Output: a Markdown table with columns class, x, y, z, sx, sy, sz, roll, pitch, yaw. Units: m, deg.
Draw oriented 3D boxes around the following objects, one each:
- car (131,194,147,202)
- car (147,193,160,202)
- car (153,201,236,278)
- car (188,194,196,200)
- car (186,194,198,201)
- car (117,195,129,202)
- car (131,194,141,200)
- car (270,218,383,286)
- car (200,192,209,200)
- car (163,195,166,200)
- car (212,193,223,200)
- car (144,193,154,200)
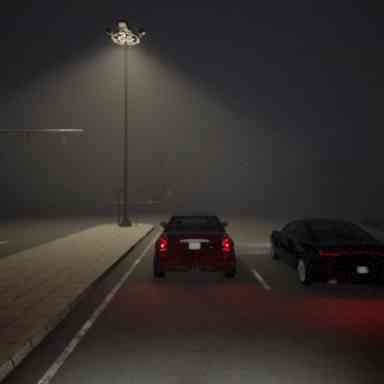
| class | x | y | z | sx | sy | sz | roll | pitch | yaw |
| --- | --- | --- | --- | --- | --- | --- | --- | --- | --- |
| car | -11.489 | 1.330 | 72.268 | 1.882 | 1.535 | 5.008 | 0 | 0 | 0 |
| car | -7.989 | 1.404 | 72.260 | 1.994 | 1.385 | 4.181 | 0 | 0 | 0 |
| car | 0.069 | 1.331 | 10.265 | 2.097 | 1.767 | 4.553 | 0 | 0 | 0 |
| car | 0.014 | 1.336 | 87.758 | 2.128 | 1.511 | 4.902 | 0 | 0 | 0 |
| car | 0.009 | 1.360 | 57.148 | 1.882 | 1.535 | 5.008 | 0 | 0 | 0 |
| car | -14.989 | 1.404 | 72.630 | 1.994 | 1.385 | 4.181 | 0 | 0 | 0 |
| car | -14.986 | 1.363 | 89.062 | 1.994 | 1.385 | 4.181 | 0 | 0 | 0 |
| car | 3.565 | 1.458 | 9.396 | 1.882 | 1.535 | 5.008 | 0 | 0 | 0 |
| car | 3.514 | 1.364 | 88.174 | 1.994 | 1.385 | 4.181 | 0 | 0 | 0 |
| car | -7.986 | 1.386 | 88.834 | 1.895 | 1.301 | 4.718 | 0 | 0 | 0 |
| car | 7.014 | 1.166 | 88.144 | 2.097 | 1.767 | 4.553 | 0 | 0 | 0 |
| car | -11.486 | 1.146 | 88.899 | 2.097 | 1.767 | 4.553 | 0 | 0 | 0 |
